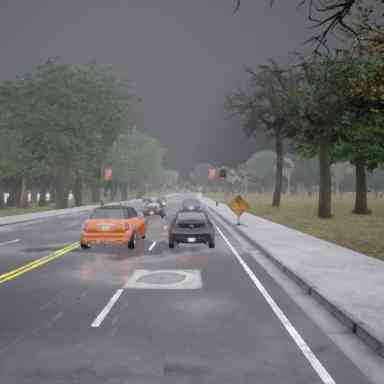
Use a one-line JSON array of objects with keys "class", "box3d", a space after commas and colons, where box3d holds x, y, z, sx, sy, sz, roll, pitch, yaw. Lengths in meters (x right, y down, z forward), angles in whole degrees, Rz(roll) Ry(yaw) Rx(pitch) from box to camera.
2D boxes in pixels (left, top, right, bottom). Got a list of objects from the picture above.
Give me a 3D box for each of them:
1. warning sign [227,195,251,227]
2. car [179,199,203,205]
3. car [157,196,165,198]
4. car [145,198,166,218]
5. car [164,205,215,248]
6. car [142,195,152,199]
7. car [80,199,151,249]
[{"class": "warning sign", "box3d": [2.806, 1.122, 19.982, 1.300, 1.860, 1.060, 0, 0, 0]}, {"class": "car", "box3d": [-0.086, 1.382, 29.739, 2.097, 1.767, 4.553, 0, 0, 0]}, {"class": "car", "box3d": [-6.995, 1.574, 75.950, 1.994, 1.385, 4.181, 0, 0, 0]}, {"class": "car", "box3d": [-3.336, 1.548, 29.749, 1.812, 1.442, 4.674, 0, 0, 0]}, {"class": "car", "box3d": [-0.022, 1.522, 14.754, 1.837, 1.490, 4.892, 0, 0, 0]}, {"class": "car", "box3d": [-10.245, 1.522, 75.927, 1.837, 1.490, 4.892, 0, 0, 0]}, {"class": "car", "box3d": [-3.272, 1.371, 14.715, 2.097, 1.767, 4.553, 0, 0, 0]}]
